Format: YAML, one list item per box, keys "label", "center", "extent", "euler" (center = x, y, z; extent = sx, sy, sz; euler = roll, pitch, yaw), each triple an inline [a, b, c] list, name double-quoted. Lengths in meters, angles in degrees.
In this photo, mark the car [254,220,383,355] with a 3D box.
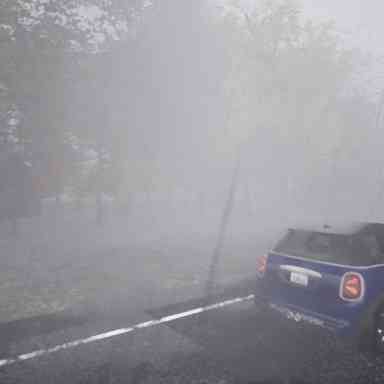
- label: "car"
  center: [3.334, 1.351, 6.347]
  extent: [4.553, 1.767, 2.097]
  euler: [0, 0, -37]
